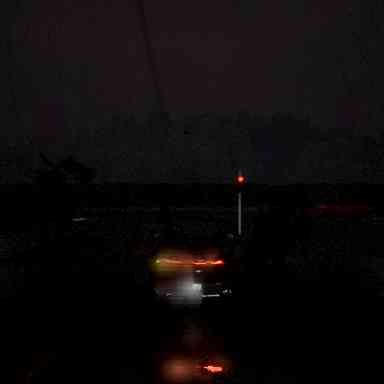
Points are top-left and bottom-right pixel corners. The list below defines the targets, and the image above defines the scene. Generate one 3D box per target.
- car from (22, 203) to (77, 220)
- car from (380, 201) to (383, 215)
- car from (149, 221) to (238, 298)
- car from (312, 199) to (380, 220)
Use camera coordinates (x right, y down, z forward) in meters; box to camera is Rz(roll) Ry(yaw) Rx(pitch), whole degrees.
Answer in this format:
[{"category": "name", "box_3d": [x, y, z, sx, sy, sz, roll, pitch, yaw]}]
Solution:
[{"category": "car", "box_3d": [-11.641, 1.564, 27.266, 4.181, 1.385, 1.994, 0, 0, 4]}, {"category": "car", "box_3d": [18.203, 1.564, 31.591, 4.181, 1.385, 1.994, 0, 0, 0]}, {"category": "car", "box_3d": [0.053, 1.505, 8.512, 1.837, 1.490, 4.892, 0, 0, 1]}, {"category": "car", "box_3d": [12.443, 1.352, 27.387, 4.553, 1.767, 2.097, 0, 0, 0]}]
